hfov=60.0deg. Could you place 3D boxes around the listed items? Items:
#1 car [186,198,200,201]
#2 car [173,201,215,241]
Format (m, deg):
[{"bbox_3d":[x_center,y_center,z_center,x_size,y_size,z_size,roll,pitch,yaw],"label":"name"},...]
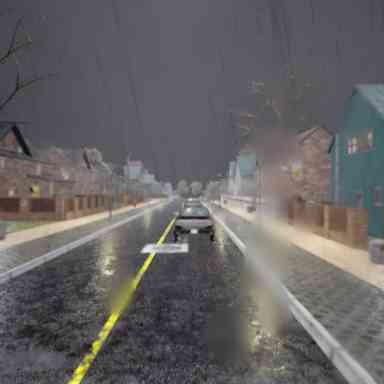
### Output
[{"bbox_3d":[0.087,1.348,36.115,2.128,1.511,4.902,0,0,0],"label":"car"},{"bbox_3d":[0.092,1.408,16.193,2.128,1.511,4.902,0,0,0],"label":"car"}]
